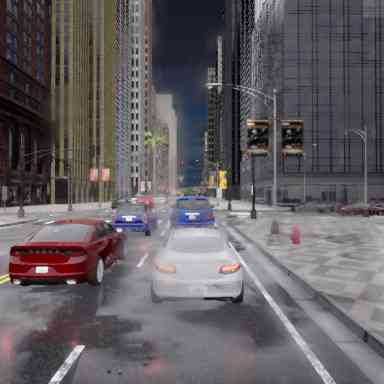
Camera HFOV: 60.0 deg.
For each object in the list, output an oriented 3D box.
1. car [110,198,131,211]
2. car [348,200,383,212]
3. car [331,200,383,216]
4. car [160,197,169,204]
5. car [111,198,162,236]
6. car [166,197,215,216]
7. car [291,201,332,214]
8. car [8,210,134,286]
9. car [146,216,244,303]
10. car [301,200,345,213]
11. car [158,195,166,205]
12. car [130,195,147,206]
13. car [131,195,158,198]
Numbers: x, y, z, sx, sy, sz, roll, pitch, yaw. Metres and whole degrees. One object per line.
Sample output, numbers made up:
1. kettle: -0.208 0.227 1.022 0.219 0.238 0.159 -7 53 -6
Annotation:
1. car: -9.801 1.674 45.845 1.882 1.535 5.008 0 0 0
2. car: 20.864 1.642 38.781 4.313 1.339 1.947 0 0 -1
3. car: 15.345 1.576 30.176 4.206 1.307 1.802 0 0 -1
4. car: -6.418 1.941 78.495 1.837 1.490 4.892 0 0 0
5. car: -3.131 1.391 18.688 2.097 1.767 4.553 0 0 0
6. car: 0.044 1.257 17.791 2.150 2.045 5.566 0 0 1
7. car: 12.840 1.635 35.914 4.181 1.385 1.994 0 -1 -1
8. car: -3.142 1.489 9.462 1.882 1.535 5.008 0 0 0
9. car: 0.107 1.534 8.089 1.812 1.442 4.674 0 0 0
10. car: 15.224 1.661 38.700 4.313 1.339 1.947 0 0 -1
11. car: -6.438 1.579 68.086 2.150 2.045 5.566 0 -1 0
12. car: -9.754 1.520 60.558 2.150 2.045 5.566 0 -1 0
13. car: -6.543 1.420 46.401 2.150 2.045 5.566 0 0 0
